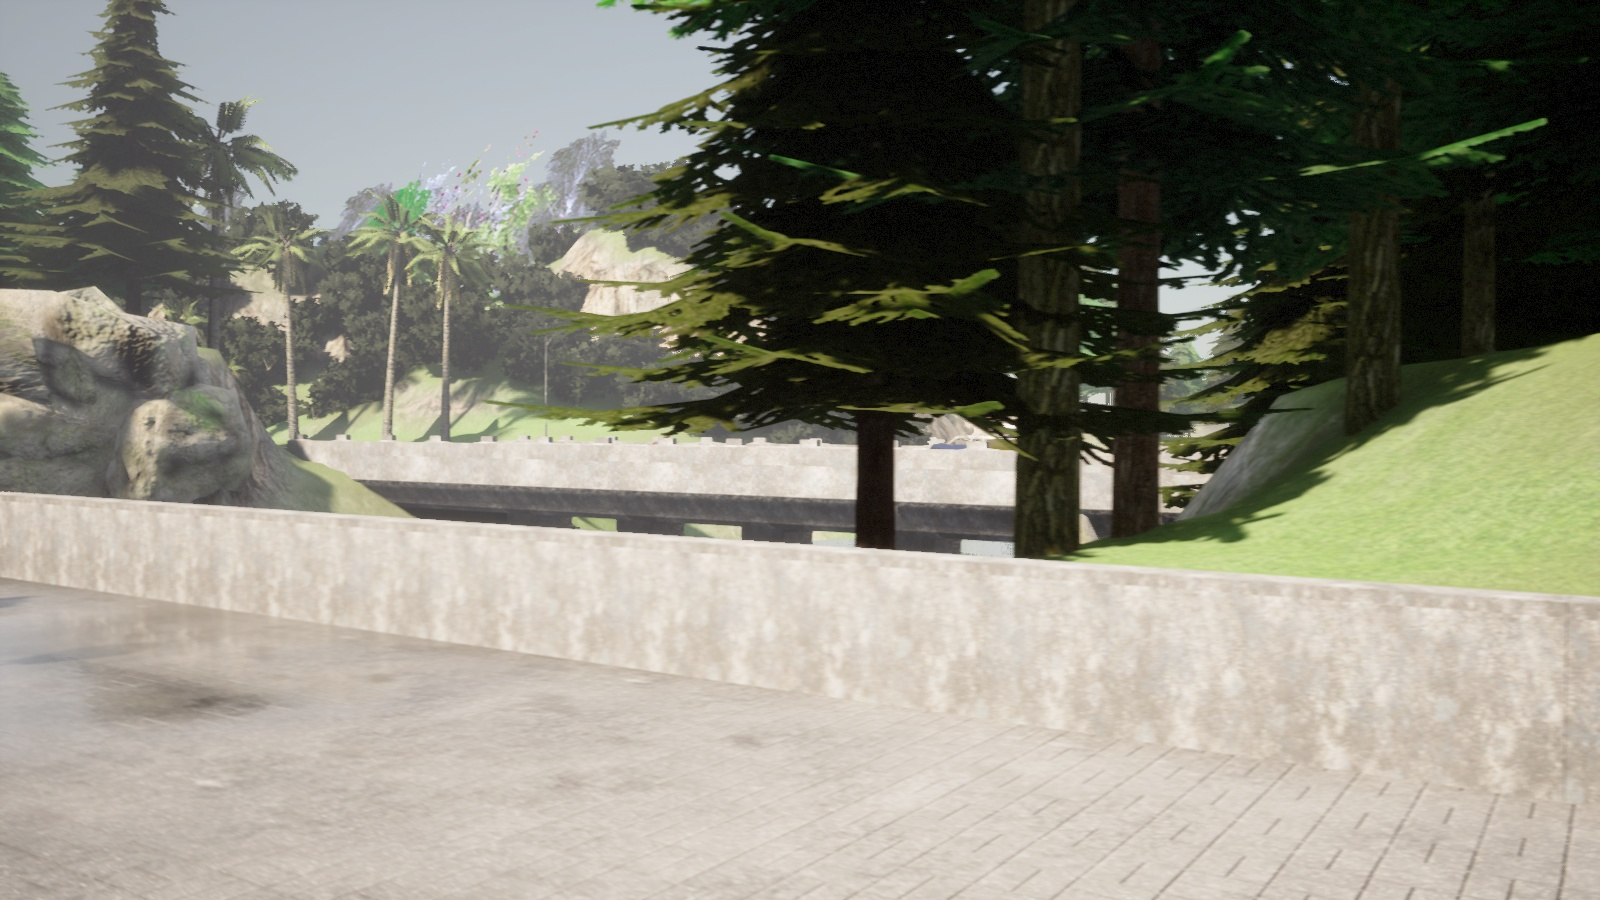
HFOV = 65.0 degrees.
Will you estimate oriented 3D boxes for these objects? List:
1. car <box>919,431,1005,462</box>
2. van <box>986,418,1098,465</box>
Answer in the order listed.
[{"bbox_3d":[8.114,-0.187,63.087,3.806,1.475,1.970,0,1,34],"label":"car"},{"bbox_3d":[10.871,-0.374,56.454,4.480,2.038,2.069,0,1,34],"label":"van"}]
